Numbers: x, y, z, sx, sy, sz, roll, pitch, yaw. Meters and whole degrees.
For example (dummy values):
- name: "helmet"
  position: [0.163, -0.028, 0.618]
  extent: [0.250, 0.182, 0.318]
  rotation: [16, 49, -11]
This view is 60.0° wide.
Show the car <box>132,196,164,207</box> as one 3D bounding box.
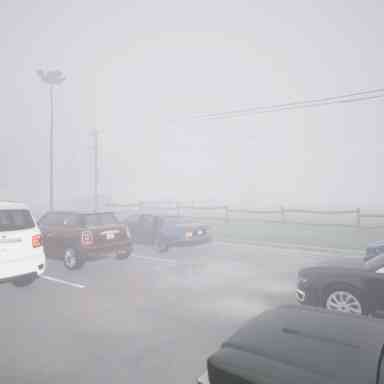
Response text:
- name: "car"
  position: [-6.351, 1.601, 43.840]
  extent: [1.895, 1.301, 4.718]
  rotation: [0, 0, 36]

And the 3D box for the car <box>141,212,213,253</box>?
- name: "car"
  position: [-1.740, 1.547, 13.782]
  extent: [5.357, 1.411, 2.033]
  rotation: [0, 0, 36]

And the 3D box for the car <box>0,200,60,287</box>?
- name: "car"
  position: [-5.845, 1.221, 8.109]
  extent: [5.566, 2.045, 2.150]
  rotation: [0, 0, 36]

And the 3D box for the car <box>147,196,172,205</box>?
- name: "car"
  position: [-5.950, 1.505, 62.138]
  extent: [1.837, 1.490, 4.892]
  rotation: [0, 0, 36]

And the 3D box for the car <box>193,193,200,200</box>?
- name: "car"
  position: [2.560, 1.215, 73.664]
  extent: [2.150, 2.045, 5.566]
  rotation: [0, 0, 36]

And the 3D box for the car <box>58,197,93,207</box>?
- name: "car"
  position: [-18.003, 1.491, 51.615]
  extent: [2.128, 1.511, 4.902]
  rotation: [0, 0, 36]

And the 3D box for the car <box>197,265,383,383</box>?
- name: "car"
  position: [2.378, 1.601, 2.295]
  extent: [4.718, 1.301, 1.895]
  rotation: [0, 0, 36]

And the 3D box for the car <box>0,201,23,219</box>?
- name: "car"
  position: [-17.239, 1.548, 27.699]
  extent: [2.033, 1.411, 5.357]
  rotation: [0, 0, 31]

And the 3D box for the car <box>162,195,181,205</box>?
- name: "car"
  position: [-4.039, 1.352, 58.846]
  extent: [2.097, 1.767, 4.553]
  rotation: [0, 0, 36]

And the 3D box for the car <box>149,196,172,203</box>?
- name: "car"
  position: [-6.387, 1.506, 67.387]
  extent: [1.837, 1.490, 4.892]
  rotation: [0, 0, 37]

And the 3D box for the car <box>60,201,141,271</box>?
- name: "car"
  position: [-4.176, 1.352, 11.222]
  extent: [4.553, 1.767, 2.097]
  rotation: [0, 0, 36]

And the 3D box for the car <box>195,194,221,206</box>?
- name: "car"
  position: [3.048, 1.504, 56.685]
  extent: [1.837, 1.490, 4.892]
  rotation: [0, 0, 36]

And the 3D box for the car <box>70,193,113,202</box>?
- name: "car"
  position: [-13.467, 1.221, 45.955]
  extent: [2.150, 2.045, 5.566]
  rotation: [0, 0, 36]

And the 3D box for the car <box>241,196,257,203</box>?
- name: "car"
  position: [11.793, 1.519, 68.503]
  extent: [1.812, 1.442, 4.674]
  rotation: [0, 0, 36]

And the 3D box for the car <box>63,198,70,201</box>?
- name: "car"
  position: [-15.801, 1.506, 48.692]
  extent: [1.837, 1.490, 4.892]
  rotation: [0, 0, 36]

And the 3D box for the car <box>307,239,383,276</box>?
- name: "car"
  position: [4.193, 1.505, 5.300]
  extent: [4.892, 1.490, 1.837]
  rotation: [0, 0, 35]

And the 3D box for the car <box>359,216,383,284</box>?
- name: "car"
  position: [6.824, 1.478, 7.724]
  extent: [5.008, 1.535, 1.882]
  rotation: [0, 0, 36]
